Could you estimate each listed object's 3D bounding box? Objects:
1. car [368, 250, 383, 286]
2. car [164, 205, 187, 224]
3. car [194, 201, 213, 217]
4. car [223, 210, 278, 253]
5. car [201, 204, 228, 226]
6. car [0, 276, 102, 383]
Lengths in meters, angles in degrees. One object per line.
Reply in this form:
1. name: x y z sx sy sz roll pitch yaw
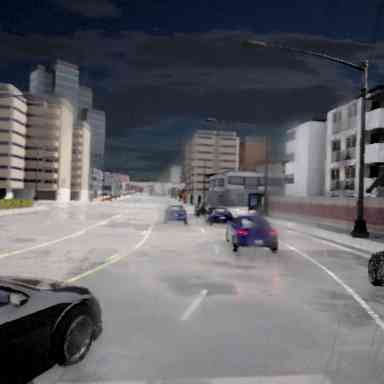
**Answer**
1. car: 5.473 1.799 7.341 1.812 1.442 4.674 2 -1 11
2. car: -1.359 1.797 27.420 2.033 1.411 5.357 2 -1 -4
3. car: 1.405 1.798 36.529 2.097 1.767 4.553 2 -1 -4
4. car: 2.613 1.782 15.091 1.812 1.442 4.674 2 -1 1
5. car: 2.178 1.932 26.886 1.994 1.385 4.181 2 -1 -4
6. car: -2.840 1.503 3.534 1.994 1.385 4.181 2 -1 22
